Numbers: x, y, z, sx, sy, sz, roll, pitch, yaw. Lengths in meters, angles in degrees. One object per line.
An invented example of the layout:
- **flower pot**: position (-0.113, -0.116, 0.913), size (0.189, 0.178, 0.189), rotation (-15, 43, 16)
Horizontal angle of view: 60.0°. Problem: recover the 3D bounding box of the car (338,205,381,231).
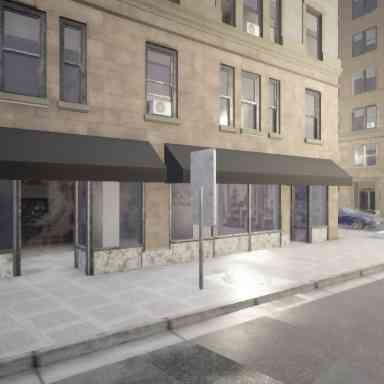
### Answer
- **car**: position (9.424, 1.557, 21.228), size (1.812, 1.442, 4.674), rotation (0, 0, -38)
